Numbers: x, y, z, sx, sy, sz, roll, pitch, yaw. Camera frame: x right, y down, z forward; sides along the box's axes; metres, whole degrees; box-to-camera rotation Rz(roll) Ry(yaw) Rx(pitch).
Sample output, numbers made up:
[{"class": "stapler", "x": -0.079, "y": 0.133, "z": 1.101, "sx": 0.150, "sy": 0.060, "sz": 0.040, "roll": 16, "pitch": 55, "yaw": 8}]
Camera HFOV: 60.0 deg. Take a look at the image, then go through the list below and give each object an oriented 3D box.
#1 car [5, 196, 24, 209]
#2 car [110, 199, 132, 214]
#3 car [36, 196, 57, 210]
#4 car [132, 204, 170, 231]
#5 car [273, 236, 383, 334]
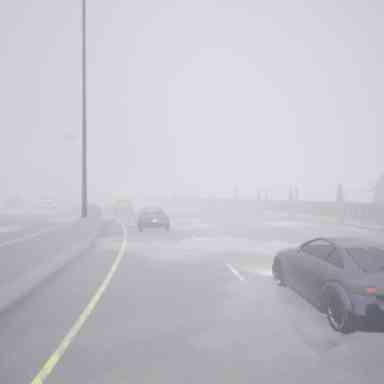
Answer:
[{"class": "car", "x": -27.832, "y": 1.585, "z": 51.963, "sx": 2.150, "sy": 2.045, "sz": 5.566, "roll": 0, "pitch": 0, "yaw": -35}, {"class": "car", "x": -8.265, "y": 1.564, "z": 38.749, "sx": 2.097, "sy": 1.767, "sz": 4.553, "roll": 0, "pitch": 0, "yaw": -23}, {"class": "car", "x": -21.132, "y": 1.536, "z": 48.189, "sx": 2.150, "sy": 2.045, "sz": 5.566, "roll": 0, "pitch": 0, "yaw": -31}, {"class": "car", "x": -2.657, "y": 1.674, "z": 21.705, "sx": 1.994, "sy": 1.385, "sz": 4.181, "roll": 0, "pitch": 0, "yaw": -13}, {"class": "car", "x": 3.138, "y": 1.581, "z": 6.833, "sx": 1.994, "sy": 1.385, "sz": 4.181, "roll": 0, "pitch": 0, "yaw": -4}]
